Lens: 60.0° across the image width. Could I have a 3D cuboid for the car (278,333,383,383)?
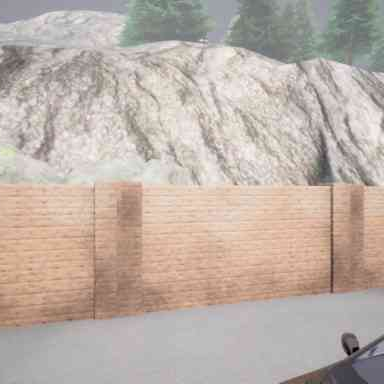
[{"bbox_3d":[2.193,1.492,1.896,4.902,1.511,2.128,0,0,-18],"label":"car"}]
